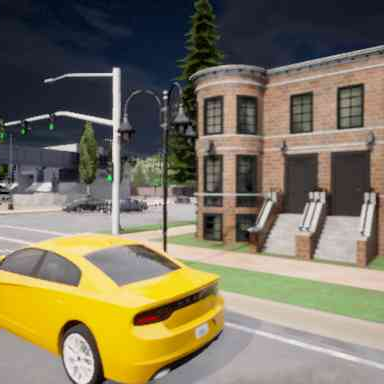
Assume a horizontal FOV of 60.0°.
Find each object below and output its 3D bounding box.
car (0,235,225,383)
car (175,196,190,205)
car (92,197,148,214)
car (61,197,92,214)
[{"bbox_3d":[-1.894,1.437,5.320,5.008,1.535,1.882,1,0,36],"label":"car"},{"bbox_3d":[-1.517,1.278,53.409,1.994,1.385,4.181,0,0,7],"label":"car"},{"bbox_3d":[-6.560,1.336,31.899,2.033,1.411,5.357,1,0,34],"label":"car"},{"bbox_3d":[-10.376,1.261,32.606,1.837,1.490,4.892,1,0,34],"label":"car"}]
